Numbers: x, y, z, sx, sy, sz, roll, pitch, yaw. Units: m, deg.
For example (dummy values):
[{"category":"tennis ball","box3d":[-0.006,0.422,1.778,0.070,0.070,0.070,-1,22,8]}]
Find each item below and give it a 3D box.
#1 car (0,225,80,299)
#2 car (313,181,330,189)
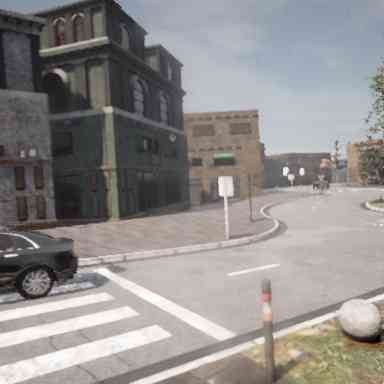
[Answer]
[{"category":"car","box3d":[-4.898,1.503,6.880,4.892,1.490,1.837,0,0,-35]},{"category":"car","box3d":[23.030,-1.271,59.322,2.128,1.511,4.902,-3,1,5]}]
